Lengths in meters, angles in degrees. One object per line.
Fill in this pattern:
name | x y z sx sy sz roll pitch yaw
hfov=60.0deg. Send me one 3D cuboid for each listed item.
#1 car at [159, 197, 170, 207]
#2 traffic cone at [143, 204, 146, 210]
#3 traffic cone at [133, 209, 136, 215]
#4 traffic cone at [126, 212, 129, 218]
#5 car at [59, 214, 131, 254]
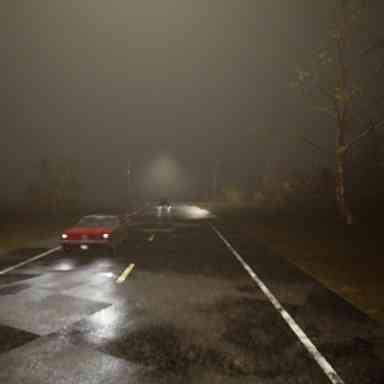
car | -4.609 1.628 55.680 1.837 1.490 4.892 0 0 -5
traffic cone | -6.503 2.050 43.983 0.340 0.580 0.340 0 0 -4
traffic cone | -5.877 2.026 34.050 0.340 0.580 0.340 0 0 -3
traffic cone | -5.621 2.014 29.081 0.340 0.580 0.340 0 0 -3
car | -3.796 1.625 13.805 1.895 1.301 4.718 0 0 -1
